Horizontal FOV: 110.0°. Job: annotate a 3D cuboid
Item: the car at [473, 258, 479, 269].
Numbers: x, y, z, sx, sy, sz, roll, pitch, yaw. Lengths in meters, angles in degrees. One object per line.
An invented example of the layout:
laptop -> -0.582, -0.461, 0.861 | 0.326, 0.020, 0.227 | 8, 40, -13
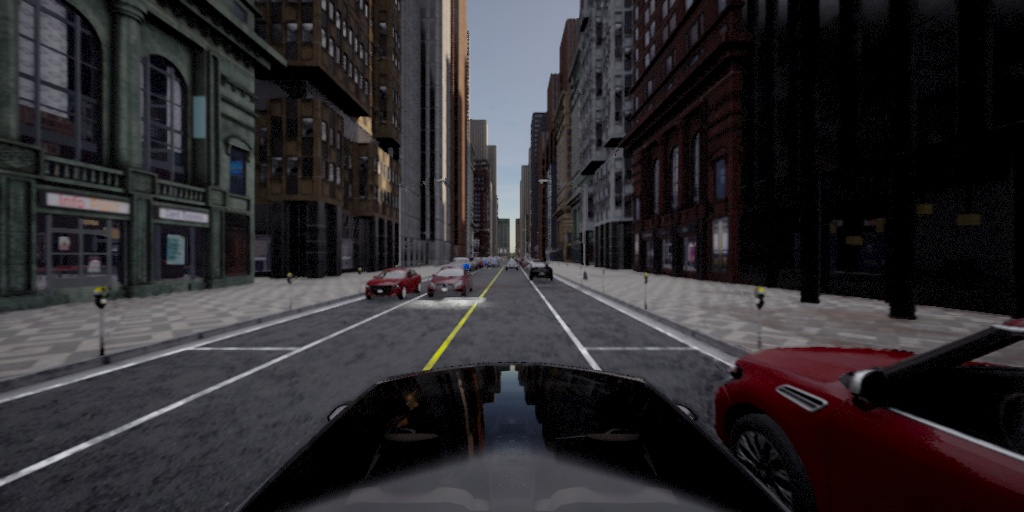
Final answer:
car -> -5.771, 1.318, 46.094 | 1.948, 1.339, 4.313 | 0, 0, 0

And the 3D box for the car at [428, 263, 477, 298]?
car -> -3.101, 1.273, 18.784 | 1.812, 1.442, 4.674 | 0, 0, 0

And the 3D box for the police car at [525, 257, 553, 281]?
police car -> 2.361, 1.174, 30.622 | 1.930, 1.638, 5.238 | 0, 0, 0

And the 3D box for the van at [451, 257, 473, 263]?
van -> -5.770, 1.092, 40.457 | 1.690, 1.789, 3.998 | 0, 0, 0

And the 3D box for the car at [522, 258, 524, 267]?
car -> 2.753, 1.305, 51.743 | 2.007, 1.370, 4.403 | 0, 0, 0

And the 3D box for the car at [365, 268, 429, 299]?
car -> -5.766, 1.293, 17.911 | 1.888, 1.381, 4.507 | 0, 0, 0

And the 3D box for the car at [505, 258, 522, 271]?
car -> -0.003, 1.301, 49.430 | 2.033, 1.411, 5.357 | 0, 0, 0

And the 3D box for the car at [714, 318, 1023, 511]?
car -> 2.763, 1.065, 1.017 | 2.192, 1.841, 5.009 | 0, 0, 0

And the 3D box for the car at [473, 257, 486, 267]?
car -> -5.773, 1.070, 57.367 | 2.192, 1.841, 5.009 | 0, 0, 0

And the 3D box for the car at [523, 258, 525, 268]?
car -> 2.754, 1.278, 46.277 | 1.751, 1.417, 4.829 | 0, 0, 0

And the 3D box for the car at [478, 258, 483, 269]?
car -> -5.772, 1.320, 51.731 | 1.948, 1.339, 4.313 | 0, 0, 0

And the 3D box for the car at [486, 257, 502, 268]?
car -> -3.060, 1.319, 59.449 | 1.994, 1.385, 4.181 | 0, 0, 1
